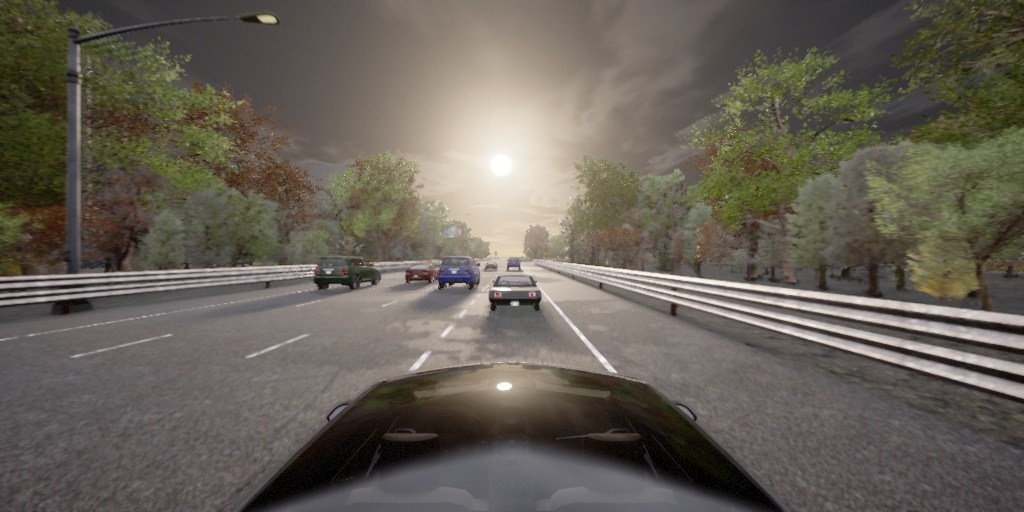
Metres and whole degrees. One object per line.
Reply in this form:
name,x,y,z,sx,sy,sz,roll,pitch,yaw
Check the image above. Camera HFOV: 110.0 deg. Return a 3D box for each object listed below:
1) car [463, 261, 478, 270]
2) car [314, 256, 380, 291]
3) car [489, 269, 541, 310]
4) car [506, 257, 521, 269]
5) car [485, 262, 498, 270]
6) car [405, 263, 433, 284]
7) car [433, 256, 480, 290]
car,-6.705,1.497,57.993,1.994,1.385,4.181,0,0,0
car,-10.359,1.036,22.947,2.150,2.045,5.566,0,0,0
car,0.115,1.392,14.802,1.895,1.301,4.718,0,0,0
car,0.290,1.153,56.778,2.150,2.045,5.566,0,0,0
car,-3.210,1.531,57.034,1.895,1.301,4.718,0,0,0
car,-6.837,1.310,27.973,1.882,1.535,5.008,0,0,0
car,-3.355,1.039,23.519,2.150,2.045,5.566,0,0,0
